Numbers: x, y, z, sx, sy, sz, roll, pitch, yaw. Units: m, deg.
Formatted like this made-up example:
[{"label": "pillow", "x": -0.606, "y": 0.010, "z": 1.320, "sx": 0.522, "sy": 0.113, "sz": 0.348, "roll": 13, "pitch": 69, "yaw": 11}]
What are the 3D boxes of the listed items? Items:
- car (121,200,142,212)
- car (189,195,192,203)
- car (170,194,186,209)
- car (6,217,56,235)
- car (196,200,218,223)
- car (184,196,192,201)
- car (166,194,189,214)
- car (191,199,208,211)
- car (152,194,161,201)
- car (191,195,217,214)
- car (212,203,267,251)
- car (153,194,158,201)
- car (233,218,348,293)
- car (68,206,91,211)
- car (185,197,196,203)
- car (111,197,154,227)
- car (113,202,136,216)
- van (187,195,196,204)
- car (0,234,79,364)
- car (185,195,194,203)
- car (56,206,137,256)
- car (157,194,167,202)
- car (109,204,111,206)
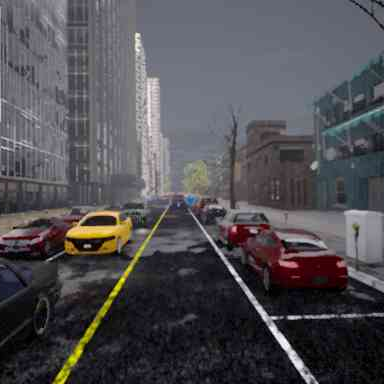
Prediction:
[{"label": "car", "x": -7.471, "y": 1.714, "z": 41.397, "sx": 1.887, "sy": 1.381, "sz": 4.507, "roll": 0, "pitch": 0, "yaw": -3}, {"label": "car", "x": 1.149, "y": 1.361, "z": 36.234, "sx": 2.192, "sy": 1.841, "sz": 5.009, "roll": 0, "pitch": 0, "yaw": -3}, {"label": "car", "x": -1.984, "y": 1.321, "z": 47.908, "sx": 2.150, "sy": 2.045, "sz": 5.566, "roll": -1, "pitch": 0, "yaw": -3}, {"label": "car", "x": -6.226, "y": 1.698, "z": 13.693, "sx": 1.802, "sy": 1.307, "sz": 4.206, "roll": 0, "pitch": 0, "yaw": -3}, {"label": "car", "x": 1.648, "y": 1.576, "z": 25.150, "sx": 2.008, "sy": 1.369, "sz": 4.403, "roll": 0, "pitch": 0, "yaw": -3}, {"label": "car", "x": -1.093, "y": 1.633, "z": 86.102, "sx": 1.887, "sy": 1.381, "sz": 4.507, "roll": 0, "pitch": 0, "yaw": -3}, {"label": "car", "x": -1.524, "y": 1.436, "z": 37.720, "sx": 2.097, "sy": 1.767, "sz": 4.553, "roll": -1, "pitch": 0, "yaw": -3}, {"label": "car", "x": 0.893, "y": 1.580, "z": 41.945, "sx": 1.752, "sy": 1.417, "sz": 4.829, "roll": 0, "pitch": 0, "yaw": -3}, {"label": "car", "x": -9.713, "y": 1.520, "z": 91.264, "sx": 2.192, "sy": 1.841, "sz": 5.009, "roll": 0, "pitch": 0, "yaw": -3}, {"label": "car", "x": 1.398, "y": 1.351, "z": 30.691, "sx": 2.192, "sy": 1.841, "sz": 5.009, "roll": 0, "pitch": 0, "yaw": -3}, {"label": "car", "x": 2.145, "y": 1.441, "z": 14.070, "sx": 1.967, "sy": 1.590, "sz": 4.097, "roll": 0, "pitch": 0, "yaw": -3}, {"label": "car", "x": -9.464, "y": 1.786, "z": 85.723, "sx": 1.802, "sy": 1.307, "sz": 4.206, "roll": 0, "pitch": 0, "yaw": -3}, {"label": "car", "x": 2.394, "y": 1.569, "z": 8.527, "sx": 1.802, "sy": 1.307, "sz": 4.206, "roll": 0, "pitch": 0, "yaw": -3}, {"label": "car", "x": -6.475, "y": 1.569, "z": 19.233, "sx": 1.967, "sy": 1.590, "sz": 4.097, "roll": 0, "pitch": 0, "yaw": -3}, {"label": "car", "x": -0.346, "y": 1.647, "z": 69.479, "sx": 1.947, "sy": 1.339, "sz": 4.313, "roll": 0, "pitch": 0, "yaw": -3}, {"label": "car", "x": -4.075, "y": 1.455, "z": 23.533, "sx": 2.097, "sy": 1.767, "sz": 4.553, "roll": -1, "pitch": 0, "yaw": -2}, {"label": "car", "x": -7.222, "y": 1.743, "z": 35.857, "sx": 1.802, "sy": 1.307, "sz": 4.206, "roll": 0, "pitch": 0, "yaw": -3}, {"label": "van", "x": -0.096, "y": 1.418, "z": 63.939, "sx": 1.690, "sy": 1.788, "sz": 3.998, "roll": 0, "pitch": 0, "yaw": -3}, {"label": "car", "x": -3.203, "y": 1.603, "z": 3.909, "sx": 2.033, "sy": 1.411, "sz": 5.357, "roll": -1, "pitch": 0, "yaw": -3}, {"label": "car", "x": -0.595, "y": 1.525, "z": 75.020, "sx": 1.967, "sy": 1.590, "sz": 4.097, "roll": 0, "pitch": 0, "yaw": -3}, {"label": "car", "x": -3.635, "y": 1.558, "z": 13.691, "sx": 1.882, "sy": 1.535, "sz": 5.008, "roll": -1, "pitch": 0, "yaw": -3}, {"label": "car", "x": -6.366, "y": 1.372, "z": 76.349, "sx": 1.812, "sy": 1.442, "sz": 4.674, "roll": -1, "pitch": 0, "yaw": -3}, {"label": "car", "x": -6.973, "y": 1.734, "z": 30.314, "sx": 1.802, "sy": 1.307, "sz": 4.206, "roll": 0, "pitch": 0, "yaw": -3}]
